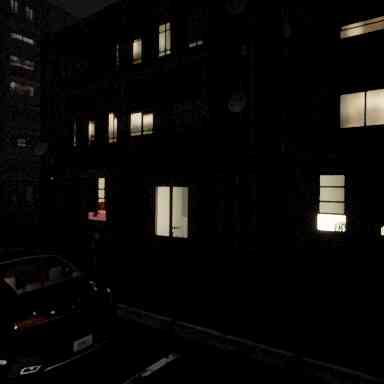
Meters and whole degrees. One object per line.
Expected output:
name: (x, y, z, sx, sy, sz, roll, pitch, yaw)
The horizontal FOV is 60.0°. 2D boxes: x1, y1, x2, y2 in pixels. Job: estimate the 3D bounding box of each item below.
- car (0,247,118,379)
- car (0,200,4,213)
car: (-3.065, 1.548, 5.200, 4.403, 1.369, 2.008, 0, 1, 35)
car: (-23.258, 1.616, 36.177, 2.008, 1.369, 4.403, 1, 0, 36)
